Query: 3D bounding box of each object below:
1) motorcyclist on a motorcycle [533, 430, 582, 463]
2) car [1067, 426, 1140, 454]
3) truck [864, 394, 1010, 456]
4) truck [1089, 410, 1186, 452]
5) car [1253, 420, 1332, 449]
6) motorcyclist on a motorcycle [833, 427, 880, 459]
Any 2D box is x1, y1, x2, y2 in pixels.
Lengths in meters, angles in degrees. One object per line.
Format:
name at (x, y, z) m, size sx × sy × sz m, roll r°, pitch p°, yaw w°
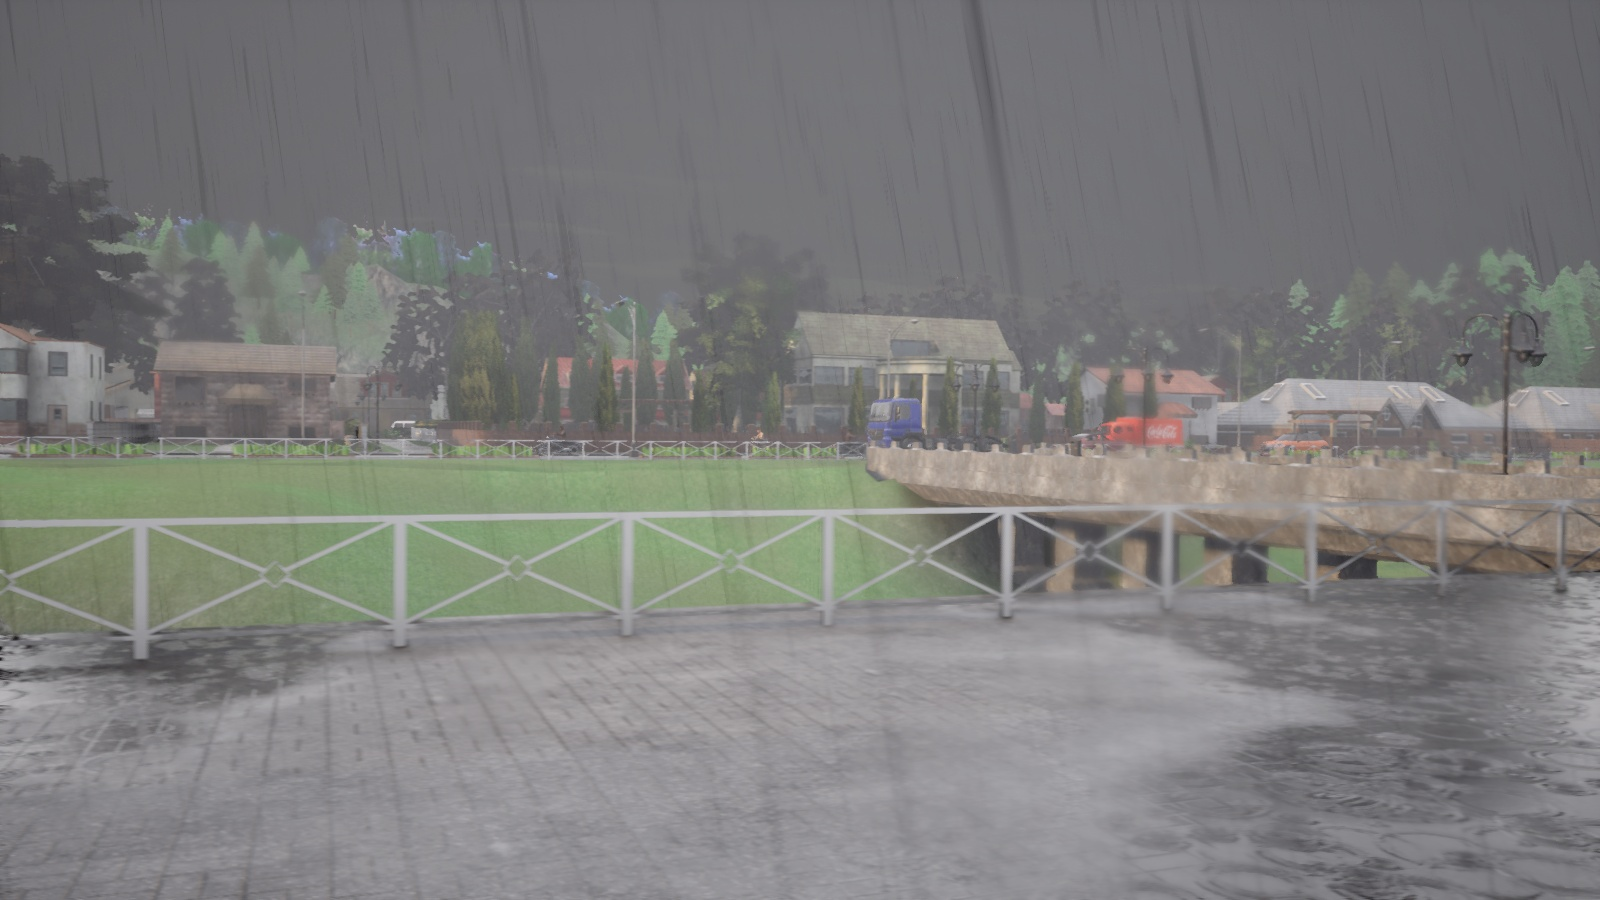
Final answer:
motorcyclist on a motorcycle at (-12.557, -0.173, 64.980) m, size 2.350 × 1.649 × 0.766 m, roll -1°, pitch 1°, yaw -21°
car at (17.416, -0.584, 72.056) m, size 3.705 × 1.549 × 1.789 m, roll -1°, pitch 1°, yaw -21°
truck at (7.962, -1.453, 72.742) m, size 7.936 × 3.462 × 2.891 m, roll -1°, pitch 1°, yaw -21°
truck at (20.838, -1.177, 77.624) m, size 5.204 × 2.467 × 2.627 m, roll -1°, pitch 1°, yaw -21°
car at (32.132, -1.023, 81.906) m, size 4.553 × 1.767 × 2.097 m, roll -1°, pitch 1°, yaw -21°
motorcyclist on a motorcycle at (2.994, -0.367, 66.593) m, size 2.350 × 1.649 × 0.766 m, roll -1°, pitch 1°, yaw -21°
